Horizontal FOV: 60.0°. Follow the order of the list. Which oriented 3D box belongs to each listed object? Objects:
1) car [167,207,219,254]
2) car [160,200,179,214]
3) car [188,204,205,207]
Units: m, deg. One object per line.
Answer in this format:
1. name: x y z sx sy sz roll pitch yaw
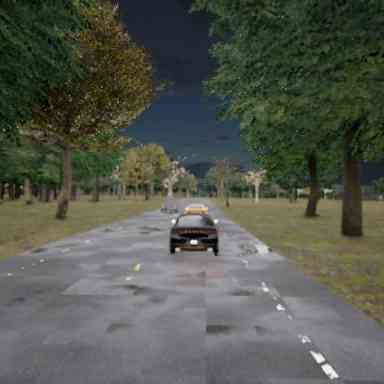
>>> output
1. car: 0.119 1.632 14.222 1.882 1.535 5.008 0 0 1
2. car: -2.825 1.844 43.134 2.097 1.767 4.553 0 -1 2
3. car: 0.389 1.801 29.226 1.882 1.535 5.008 0 0 2
